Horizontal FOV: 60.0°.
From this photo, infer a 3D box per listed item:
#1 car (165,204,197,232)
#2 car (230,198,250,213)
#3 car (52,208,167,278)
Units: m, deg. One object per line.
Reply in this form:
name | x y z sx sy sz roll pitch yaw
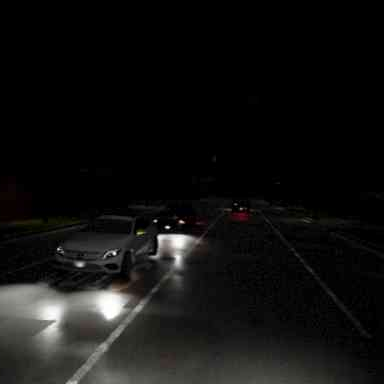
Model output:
car | -0.837 1.421 19.659 2.033 1.411 5.357 2 0 9
car | 5.333 1.482 36.772 1.837 1.490 4.892 2 0 6
car | -2.267 1.407 10.045 1.812 1.442 4.674 2 0 8
